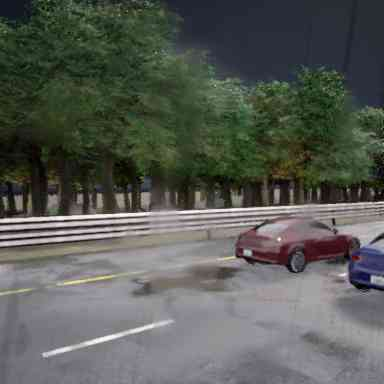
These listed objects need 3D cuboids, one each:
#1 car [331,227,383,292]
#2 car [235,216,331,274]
[{"bbox_3d":[5.393,1.494,7.595,4.674,1.442,1.812,0,0,-36],"label":"car"},{"bbox_3d":[3.400,1.494,10.473,4.674,1.442,1.812,0,0,-36],"label":"car"}]
